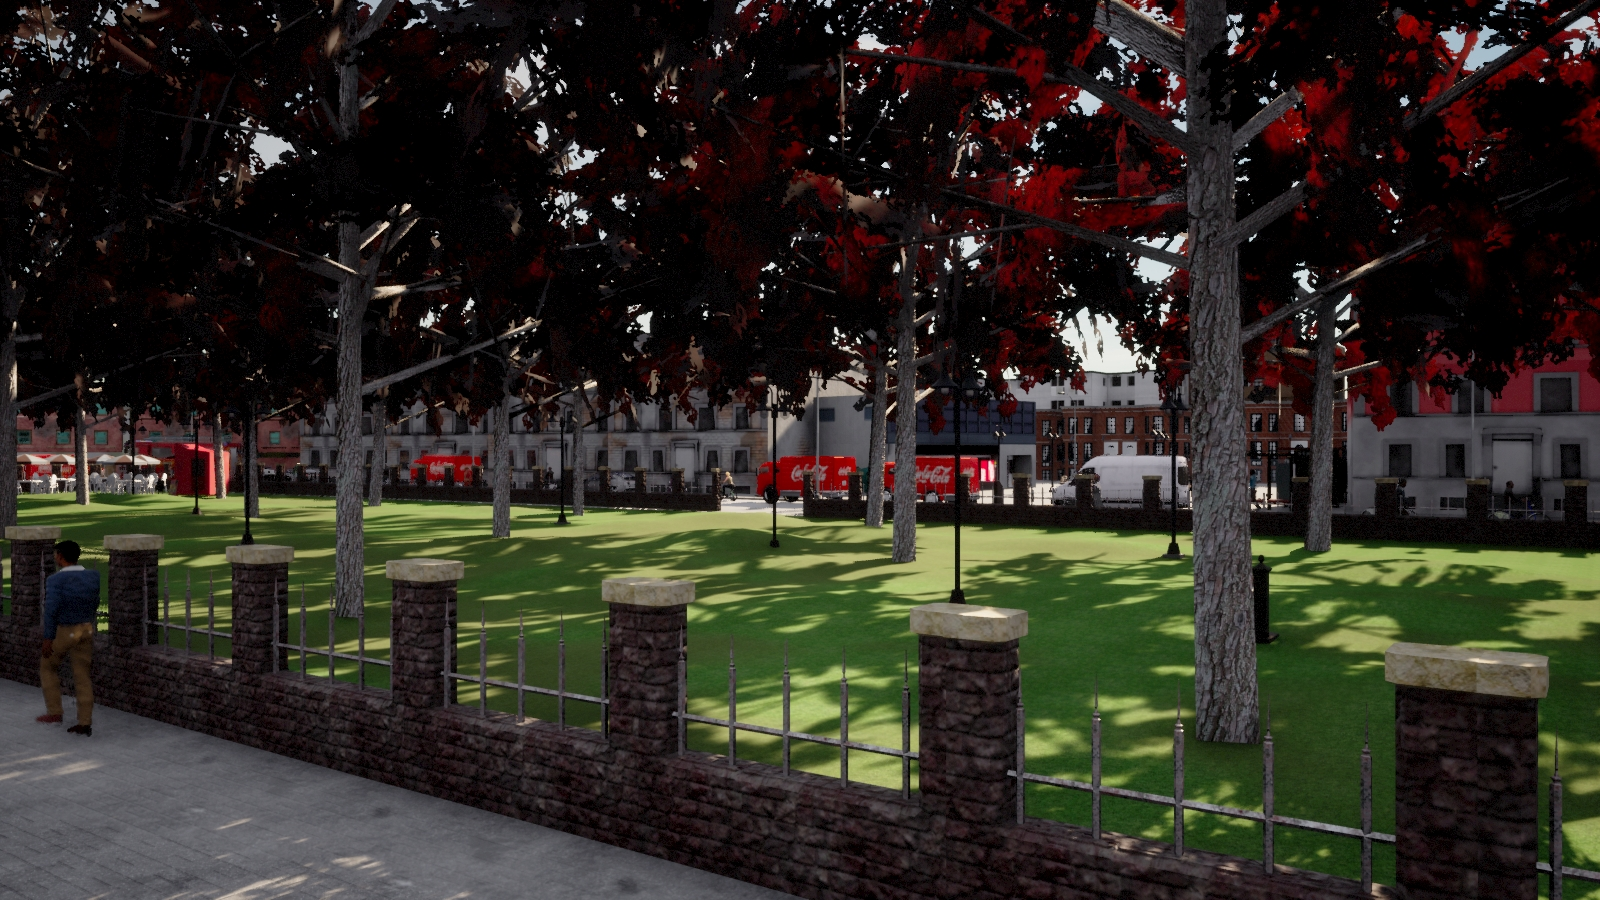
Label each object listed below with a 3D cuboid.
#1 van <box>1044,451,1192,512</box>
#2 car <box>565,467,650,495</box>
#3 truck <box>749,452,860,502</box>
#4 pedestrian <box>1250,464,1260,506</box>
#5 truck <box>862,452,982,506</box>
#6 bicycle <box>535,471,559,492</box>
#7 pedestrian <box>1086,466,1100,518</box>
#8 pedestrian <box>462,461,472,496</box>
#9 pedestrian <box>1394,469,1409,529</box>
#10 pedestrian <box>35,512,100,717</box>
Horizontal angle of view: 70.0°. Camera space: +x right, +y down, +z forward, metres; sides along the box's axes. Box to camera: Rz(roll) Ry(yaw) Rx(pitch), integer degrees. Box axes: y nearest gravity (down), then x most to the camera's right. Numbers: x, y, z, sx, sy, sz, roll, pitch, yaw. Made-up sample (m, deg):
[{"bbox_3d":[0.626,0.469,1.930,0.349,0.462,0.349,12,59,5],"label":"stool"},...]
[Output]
[{"bbox_3d":[13.887,1.314,50.030,5.915,2.561,1.988,0,0,35],"label":"van"},{"bbox_3d":[-11.432,1.827,67.802,4.902,1.511,2.128,0,0,35],"label":"car"},{"bbox_3d":[0.205,1.348,59.637,5.204,2.467,2.627,0,0,35],"label":"truck"},{"bbox_3d":[19.958,1.525,50.087,0.375,1.860,0.375,0,0,14],"label":"pedestrian"},{"bbox_3d":[5.913,1.348,55.621,5.204,2.467,2.627,0,0,35],"label":"truck"},{"bbox_3d":[-15.681,1.940,70.806,1.835,1.271,0.329,0,0,35],"label":"bicycle"},{"bbox_3d":[10.654,1.525,41.532,0.375,1.860,0.375,0,0,35],"label":"pedestrian"},{"bbox_3d":[-17.962,1.522,61.660,0.375,1.860,0.375,0,0,35],"label":"pedestrian"},{"bbox_3d":[18.824,1.524,35.774,0.375,1.860,0.375,0,0,35],"label":"pedestrian"},{"bbox_3d":[-6.891,1.526,10.751,0.375,1.860,0.375,0,0,26],"label":"pedestrian"}]
